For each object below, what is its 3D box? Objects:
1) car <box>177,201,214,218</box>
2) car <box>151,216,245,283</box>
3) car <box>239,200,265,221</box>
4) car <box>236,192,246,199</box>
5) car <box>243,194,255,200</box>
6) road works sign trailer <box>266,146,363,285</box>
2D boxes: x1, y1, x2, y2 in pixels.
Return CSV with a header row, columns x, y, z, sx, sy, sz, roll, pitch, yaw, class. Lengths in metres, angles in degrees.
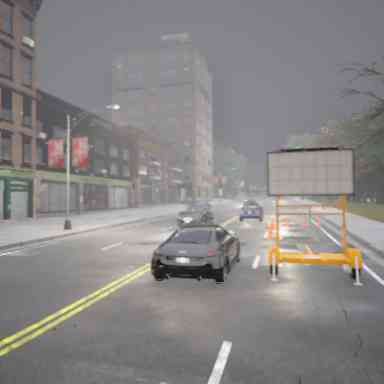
x,y,z,sx,sy,sz,roll,pitch,yaw,class
0.329,1.660,23.689,2.128,1.511,4.902,-1,0,15,car
0.295,1.656,10.112,1.994,1.385,4.181,-1,0,15,car
5.105,1.671,28.235,2.033,1.411,5.357,-1,0,15,car
11.737,0.974,78.972,2.150,2.045,5.566,-1,0,15,car
11.023,1.669,63.640,2.033,1.411,5.357,-1,0,15,car
3.446,0.513,9.774,2.380,3.560,2.880,-1,0,15,road works sign trailer
